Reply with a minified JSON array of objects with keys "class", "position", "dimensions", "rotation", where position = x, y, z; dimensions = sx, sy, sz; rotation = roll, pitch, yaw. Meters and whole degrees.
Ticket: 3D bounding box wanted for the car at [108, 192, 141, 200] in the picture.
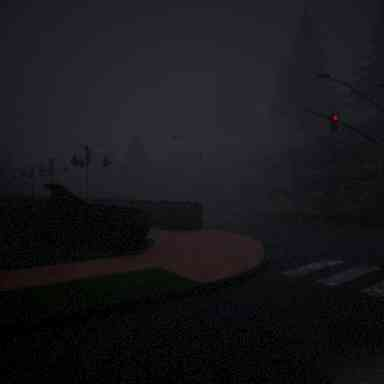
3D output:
[{"class":"car","position":[-6.522,1.021,32.355],"dimensions":[2.150,2.045,5.566],"rotation":[0,0,-36]}]
